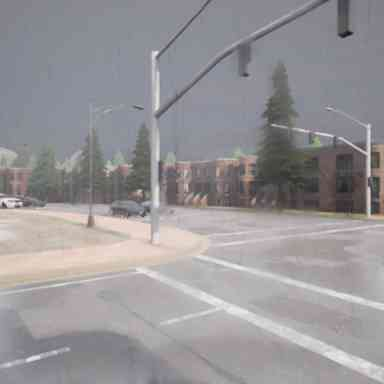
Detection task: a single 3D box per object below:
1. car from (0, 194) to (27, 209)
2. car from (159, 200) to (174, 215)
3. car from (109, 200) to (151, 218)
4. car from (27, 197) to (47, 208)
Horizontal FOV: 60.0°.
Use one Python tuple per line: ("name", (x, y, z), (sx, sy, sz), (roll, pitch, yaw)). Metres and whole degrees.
("car", (-25.400, 1.227, 44.374), (5.566, 2.045, 2.150), (0, 0, 19))
("car", (-3.652, 1.526, 32.836), (1.812, 1.442, 4.674), (0, 0, -39))
("car", (-5.823, 1.505, 29.959), (1.837, 1.490, 4.892), (0, 0, -39))
("car", (-22.946, 1.507, 47.142), (4.892, 1.490, 1.837), (-1, 0, 21))
